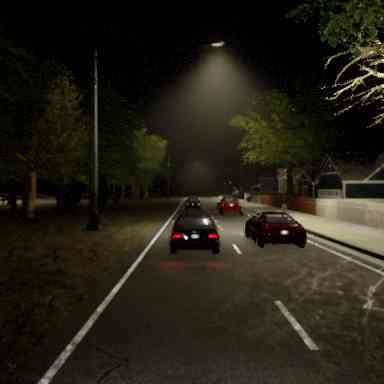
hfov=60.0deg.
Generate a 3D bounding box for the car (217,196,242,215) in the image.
[{"bbox_3d":[3.602,1.224,32.590,2.097,1.767,4.553,0,0,0],"label":"car"}]

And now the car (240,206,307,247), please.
[{"bbox_3d":[3.600,1.537,14.954,1.994,1.385,4.181,0,0,0],"label":"car"}]

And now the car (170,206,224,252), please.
[{"bbox_3d":[0.102,1.526,13.684,2.033,1.411,5.357,0,0,0],"label":"car"}]

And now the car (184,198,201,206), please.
[{"bbox_3d":[0.101,1.376,38.443,2.033,1.411,5.357,0,0,0],"label":"car"}]
